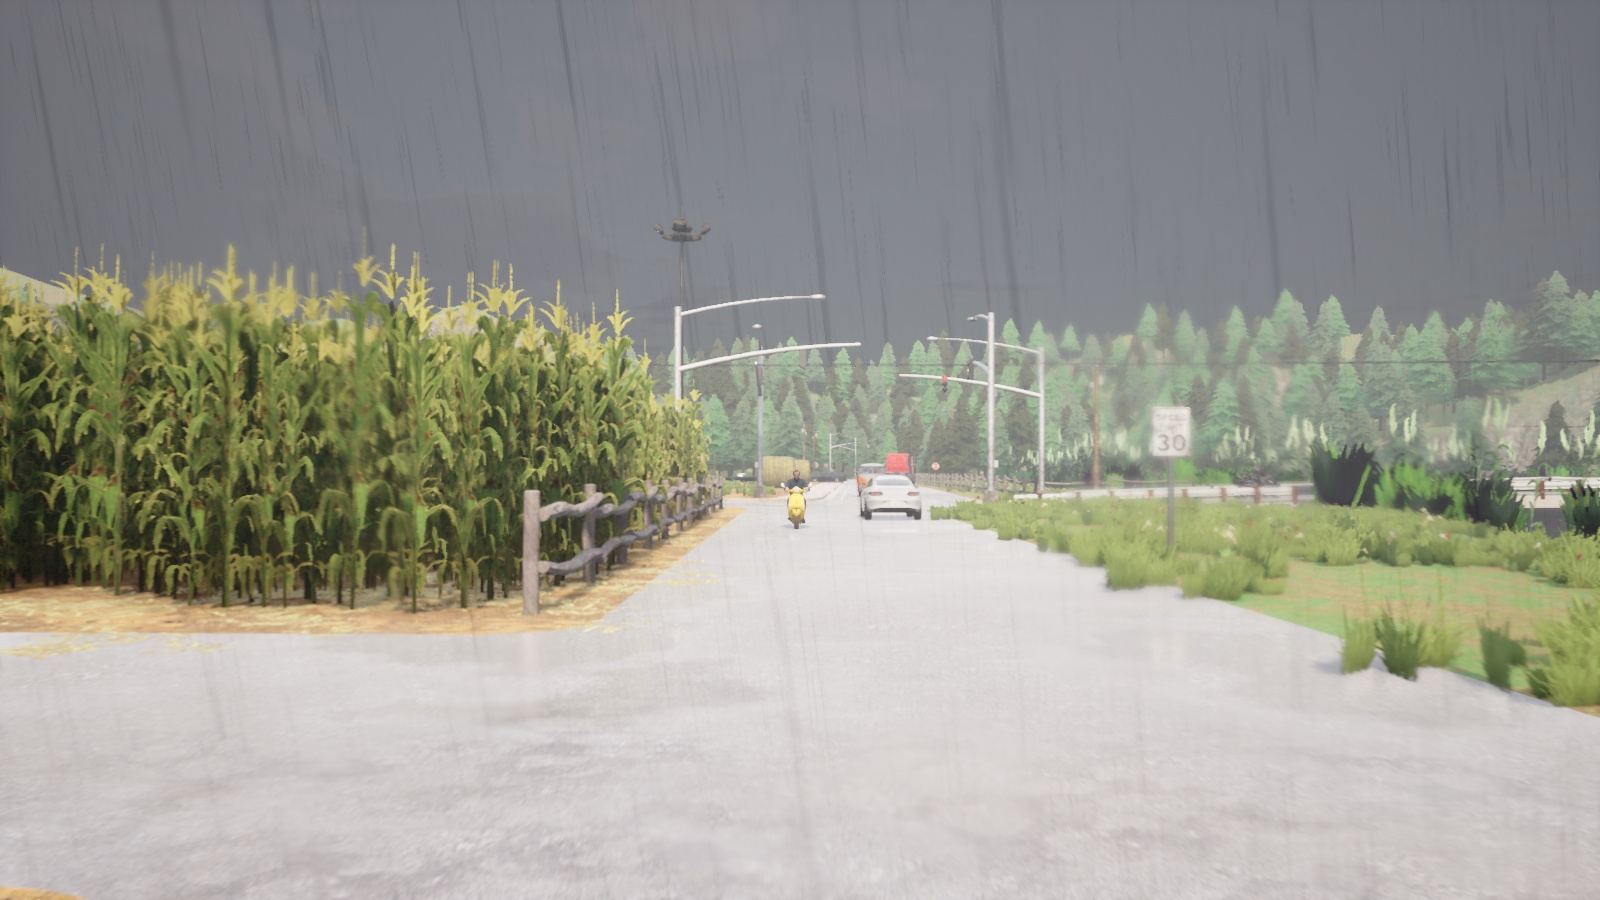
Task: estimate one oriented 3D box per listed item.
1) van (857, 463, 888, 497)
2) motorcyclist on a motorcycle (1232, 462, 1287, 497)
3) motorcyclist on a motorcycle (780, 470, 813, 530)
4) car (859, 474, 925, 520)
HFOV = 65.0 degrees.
[{"bbox_3d":[4.336,1.777,75.363,1.775,1.987,4.442,0,-1,3],"label":"van"},{"bbox_3d":[21.378,1.372,58.456,2.191,1.530,0.866,-3,-1,5],"label":"motorcyclist on a motorcycle"},{"bbox_3d":[-0.084,1.337,33.973,0.866,1.590,1.817,0,-1,0],"label":"motorcyclist on a motorcycle"},{"bbox_3d":[2.997,1.528,41.806,1.812,1.442,4.674,0,-1,0],"label":"car"}]
